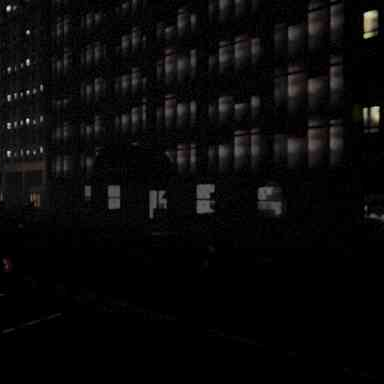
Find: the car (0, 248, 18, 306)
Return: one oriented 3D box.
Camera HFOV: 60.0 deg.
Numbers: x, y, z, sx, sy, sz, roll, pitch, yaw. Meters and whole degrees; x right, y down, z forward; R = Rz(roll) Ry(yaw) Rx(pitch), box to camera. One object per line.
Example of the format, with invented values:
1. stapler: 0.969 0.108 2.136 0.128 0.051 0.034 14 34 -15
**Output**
1. car: -5.341 1.392 6.688 4.097 1.590 1.967 0 0 35
